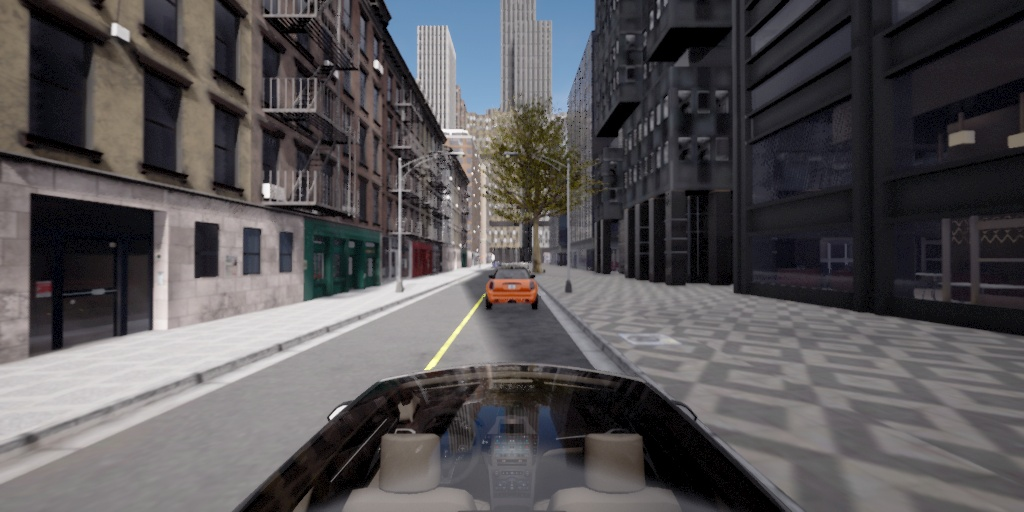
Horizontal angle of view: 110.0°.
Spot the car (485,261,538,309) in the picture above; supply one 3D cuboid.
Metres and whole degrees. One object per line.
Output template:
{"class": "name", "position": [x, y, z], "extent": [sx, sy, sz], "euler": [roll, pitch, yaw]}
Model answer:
{"class": "car", "position": [-0.003, 1.230, 15.928], "extent": [2.097, 1.767, 4.553], "euler": [0, -1, 0]}
